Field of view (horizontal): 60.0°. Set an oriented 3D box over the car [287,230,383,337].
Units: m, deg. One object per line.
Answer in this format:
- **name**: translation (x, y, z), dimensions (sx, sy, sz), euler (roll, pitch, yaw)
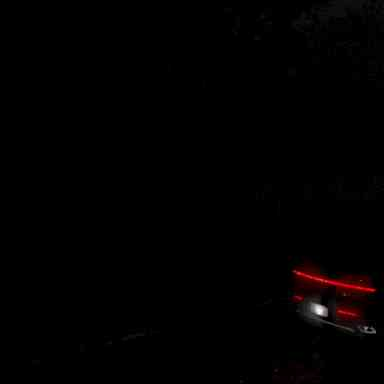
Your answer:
- **car**: translation (3.893, 1.497, 6.263), dimensions (4.892, 1.490, 1.837), euler (0, 0, -34)
